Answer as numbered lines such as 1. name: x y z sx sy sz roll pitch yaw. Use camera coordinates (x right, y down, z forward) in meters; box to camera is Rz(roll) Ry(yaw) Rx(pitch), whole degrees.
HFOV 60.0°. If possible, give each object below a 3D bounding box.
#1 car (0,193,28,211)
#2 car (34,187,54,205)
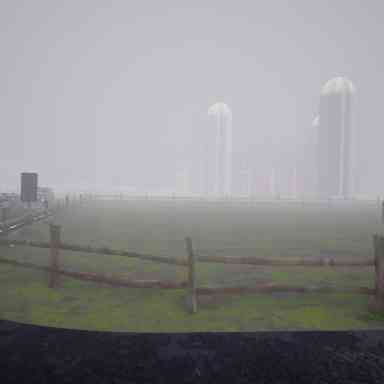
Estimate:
1. car: -16.194 0.826 29.147 2.128 1.511 4.902 2 1 -10
2. car: -18.029 0.395 39.599 2.150 2.045 5.566 2 1 -9
